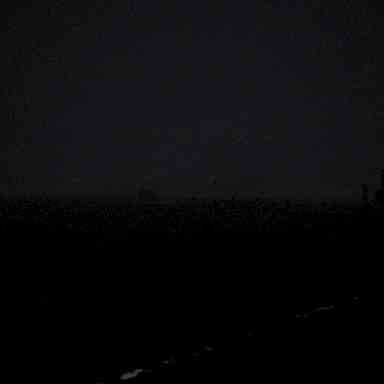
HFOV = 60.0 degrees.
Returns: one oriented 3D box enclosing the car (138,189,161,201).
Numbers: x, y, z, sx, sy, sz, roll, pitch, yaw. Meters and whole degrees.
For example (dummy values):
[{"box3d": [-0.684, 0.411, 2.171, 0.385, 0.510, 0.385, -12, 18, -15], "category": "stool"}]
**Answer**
[{"box3d": [-7.532, 0.514, 58.079, 2.150, 2.045, 5.566, 1, 0, -34], "category": "car"}]
